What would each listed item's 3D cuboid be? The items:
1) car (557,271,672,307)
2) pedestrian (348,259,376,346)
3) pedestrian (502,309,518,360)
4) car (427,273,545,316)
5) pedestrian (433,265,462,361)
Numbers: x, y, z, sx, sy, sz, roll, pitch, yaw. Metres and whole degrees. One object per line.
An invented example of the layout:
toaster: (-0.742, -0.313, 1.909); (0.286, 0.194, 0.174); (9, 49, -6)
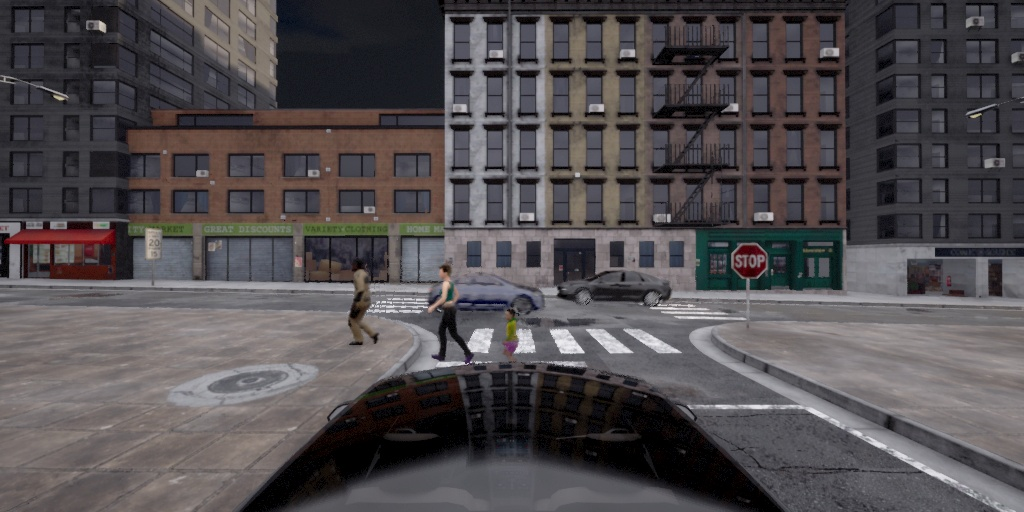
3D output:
car: (4.486, 1.393, 15.921); (4.892, 1.490, 1.837); (1, 0, 0)
pedestrian: (-3.110, 0.892, 7.336); (0.375, 1.860, 0.375); (0, 0, 0)
pedestrian: (0.072, 1.424, 6.136); (0.500, 1.100, 0.500); (0, 0, 0)
car: (-0.895, 1.315, 12.991); (4.181, 1.385, 1.994); (1, 0, 0)
pedestrian: (-1.205, 1.045, 6.737); (0.375, 1.860, 0.375); (0, 0, 0)
